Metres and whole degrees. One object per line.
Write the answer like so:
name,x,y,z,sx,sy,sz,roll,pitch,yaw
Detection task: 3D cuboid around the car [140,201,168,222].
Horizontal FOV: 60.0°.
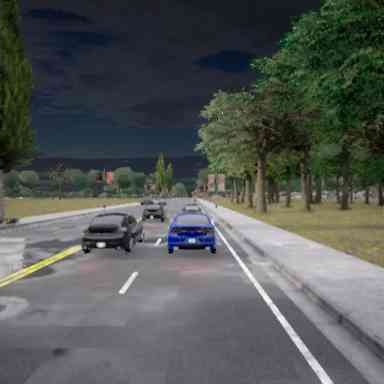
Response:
car,-3.245,1.799,29.302,1.837,1.490,4.892,0,0,0

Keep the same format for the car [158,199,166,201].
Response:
car,-6.501,2.247,71.799,1.882,1.535,5.008,0,-1,0

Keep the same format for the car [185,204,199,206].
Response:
car,0.005,1.818,29.386,1.812,1.442,4.674,0,0,0

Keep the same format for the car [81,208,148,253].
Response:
car,-3.245,1.646,14.299,1.837,1.490,4.892,0,0,0

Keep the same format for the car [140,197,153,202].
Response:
car,-9.751,1.994,71.770,2.150,2.045,5.566,0,-1,0

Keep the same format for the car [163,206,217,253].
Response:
car,0.007,1.618,14.482,1.882,1.535,5.008,0,0,0
